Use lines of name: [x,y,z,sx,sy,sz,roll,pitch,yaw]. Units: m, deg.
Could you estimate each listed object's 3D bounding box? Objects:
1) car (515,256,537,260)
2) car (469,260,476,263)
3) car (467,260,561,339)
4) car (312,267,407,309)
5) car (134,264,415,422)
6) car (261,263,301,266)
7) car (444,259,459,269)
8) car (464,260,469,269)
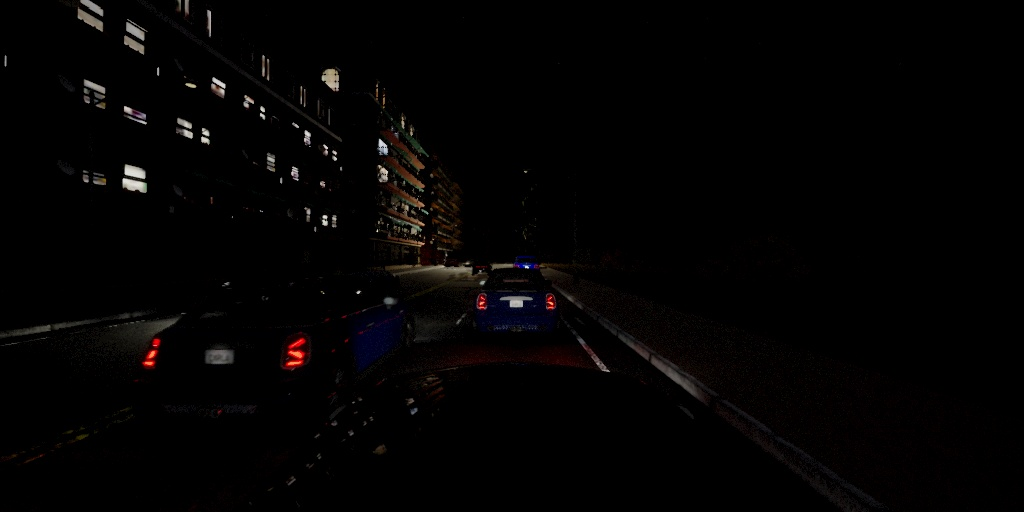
car: [1.151,0.980,30.196,2.150,2.045,5.566,0,0,0]
car: [-3.137,1.260,38.348,1.837,1.490,4.892,0,0,0]
car: [0.104,1.104,10.243,2.097,1.767,4.553,0,0,0]
car: [-6.592,1.300,16.313,2.033,1.411,5.357,0,0,0]
car: [-3.149,1.103,5.989,2.097,1.767,4.553,0,0,0]
car: [-9.844,1.105,15.153,2.097,1.767,4.553,0,0,0]
car: [-9.808,1.233,58.287,1.882,1.535,5.008,0,0,0]
car: [-6.561,1.303,58.276,2.033,1.411,5.357,0,0,0]
